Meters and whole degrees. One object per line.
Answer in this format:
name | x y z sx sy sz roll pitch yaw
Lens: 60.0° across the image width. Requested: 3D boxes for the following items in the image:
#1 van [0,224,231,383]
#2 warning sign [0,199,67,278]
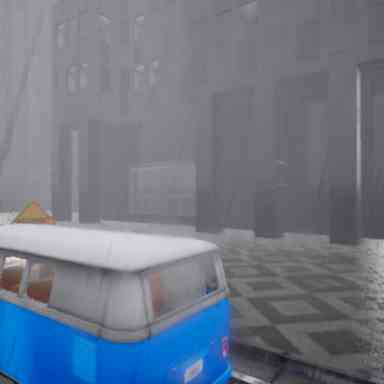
van | -1.492 1.349 4.028 3.998 1.788 1.690 0 0 35
warning sign | -4.210 1.135 8.797 1.060 1.860 1.300 0 0 36
